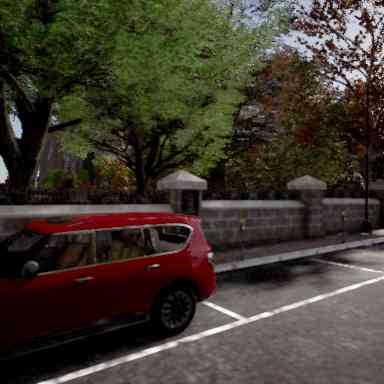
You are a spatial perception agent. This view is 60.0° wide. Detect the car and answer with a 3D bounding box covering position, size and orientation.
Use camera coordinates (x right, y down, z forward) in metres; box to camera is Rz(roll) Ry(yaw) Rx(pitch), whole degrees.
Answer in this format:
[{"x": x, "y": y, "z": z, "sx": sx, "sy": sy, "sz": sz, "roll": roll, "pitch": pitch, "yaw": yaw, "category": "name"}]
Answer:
[{"x": -1.869, "y": 1.312, "z": 5.206, "sx": 5.009, "sy": 1.841, "sz": 2.192, "roll": 0, "pitch": 1, "yaw": -36, "category": "car"}]
